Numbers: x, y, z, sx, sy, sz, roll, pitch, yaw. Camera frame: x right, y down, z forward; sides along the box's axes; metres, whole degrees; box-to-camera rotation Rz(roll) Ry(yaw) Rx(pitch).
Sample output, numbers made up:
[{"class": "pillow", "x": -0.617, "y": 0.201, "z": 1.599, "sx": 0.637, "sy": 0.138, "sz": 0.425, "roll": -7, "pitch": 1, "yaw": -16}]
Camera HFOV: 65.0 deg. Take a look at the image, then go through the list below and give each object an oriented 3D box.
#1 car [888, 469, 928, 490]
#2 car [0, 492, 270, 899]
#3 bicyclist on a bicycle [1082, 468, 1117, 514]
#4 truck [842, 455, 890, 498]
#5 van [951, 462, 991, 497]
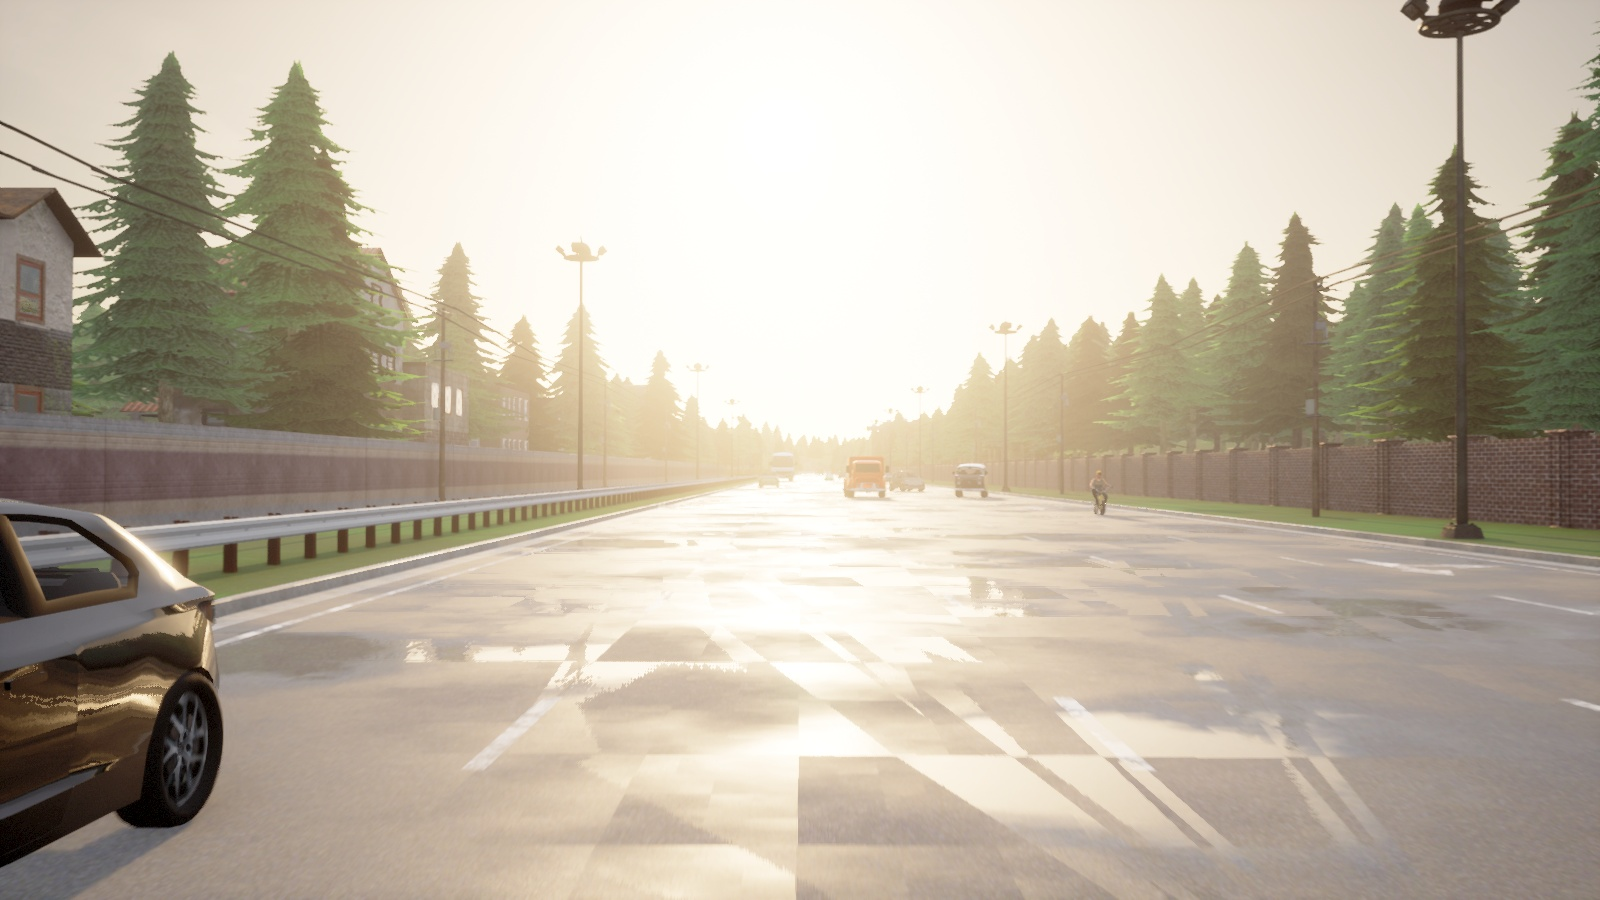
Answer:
[{"class": "car", "x": 8.288, "y": 2.280, "z": 96.939, "sx": 1.851, "sy": 1.617, "sz": 3.988, "roll": 0, "pitch": -1, "yaw": -15}, {"class": "car", "x": -3.497, "y": 0.910, "z": 4.088, "sx": 1.816, "sy": 1.474, "sz": 4.193, "roll": 0, "pitch": -1, "yaw": -1}, {"class": "bicyclist on a bicycle", "x": 10.752, "y": 1.452, "z": 45.109, "sx": 0.866, "sy": 1.612, "sz": 1.509, "roll": 0, "pitch": -1, "yaw": 0}, {"class": "truck", "x": 3.909, "y": 1.550, "z": 75.002, "sx": 2.627, "sy": 2.467, "sz": 5.204, "roll": 0, "pitch": -1, "yaw": 0}, {"class": "van", "x": 10.305, "y": 1.742, "z": 75.493, "sx": 2.069, "sy": 2.038, "sz": 4.480, "roll": 0, "pitch": -1, "yaw": 12}]
